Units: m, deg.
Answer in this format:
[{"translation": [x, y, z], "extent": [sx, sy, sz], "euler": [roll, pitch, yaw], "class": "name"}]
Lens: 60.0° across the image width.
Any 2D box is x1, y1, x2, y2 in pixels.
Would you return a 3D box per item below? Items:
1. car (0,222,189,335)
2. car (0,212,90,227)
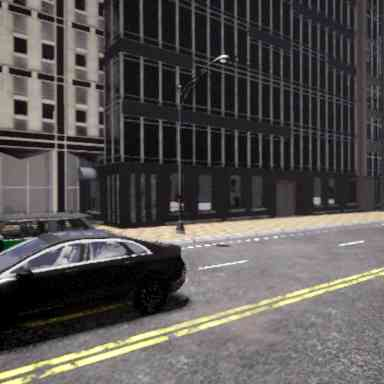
[{"translation": [-2.371, 1.491, 5.988], "extent": [4.902, 1.511, 2.128], "euler": [0, 0, -35], "class": "car"}, {"translation": [-4.507, 1.351, 8.456], "extent": [4.553, 1.767, 2.097], "euler": [0, 0, -35], "class": "car"}]
